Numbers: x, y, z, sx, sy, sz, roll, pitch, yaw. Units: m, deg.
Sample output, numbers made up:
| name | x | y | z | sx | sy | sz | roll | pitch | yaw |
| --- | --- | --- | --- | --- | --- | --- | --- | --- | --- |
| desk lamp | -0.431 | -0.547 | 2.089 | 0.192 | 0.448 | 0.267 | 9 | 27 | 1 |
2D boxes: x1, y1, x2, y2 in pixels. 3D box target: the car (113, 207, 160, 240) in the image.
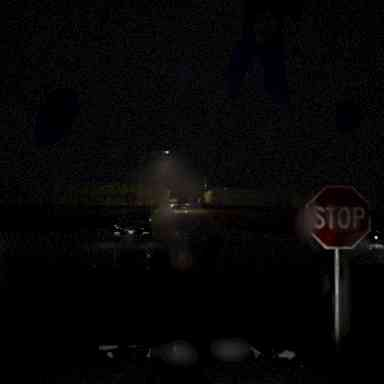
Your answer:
| name | x | y | z | sx | sy | sz | roll | pitch | yaw |
| --- | --- | --- | --- | --- | --- | --- | --- | --- | --- |
| car | -2.740 | 1.588 | 17.334 | 1.837 | 1.490 | 4.892 | 1 | -1 | 0 |

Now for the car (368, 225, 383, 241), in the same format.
| name | x | y | z | sx | sy | sz | roll | pitch | yaw |
| --- | --- | --- | --- | --- | --- | --- | --- | --- | --- |
| car | 11.754 | 1.919 | 16.435 | 5.357 | 1.411 | 2.033 | 1 | -1 | 0 |

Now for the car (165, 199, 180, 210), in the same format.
| name | x | y | z | sx | sy | sz | roll | pitch | yaw |
| --- | --- | --- | --- | --- | --- | --- | --- | --- | --- |
| car | -2.734 | 1.754 | 47.564 | 2.128 | 1.511 | 4.902 | 0 | -1 | 0 |
